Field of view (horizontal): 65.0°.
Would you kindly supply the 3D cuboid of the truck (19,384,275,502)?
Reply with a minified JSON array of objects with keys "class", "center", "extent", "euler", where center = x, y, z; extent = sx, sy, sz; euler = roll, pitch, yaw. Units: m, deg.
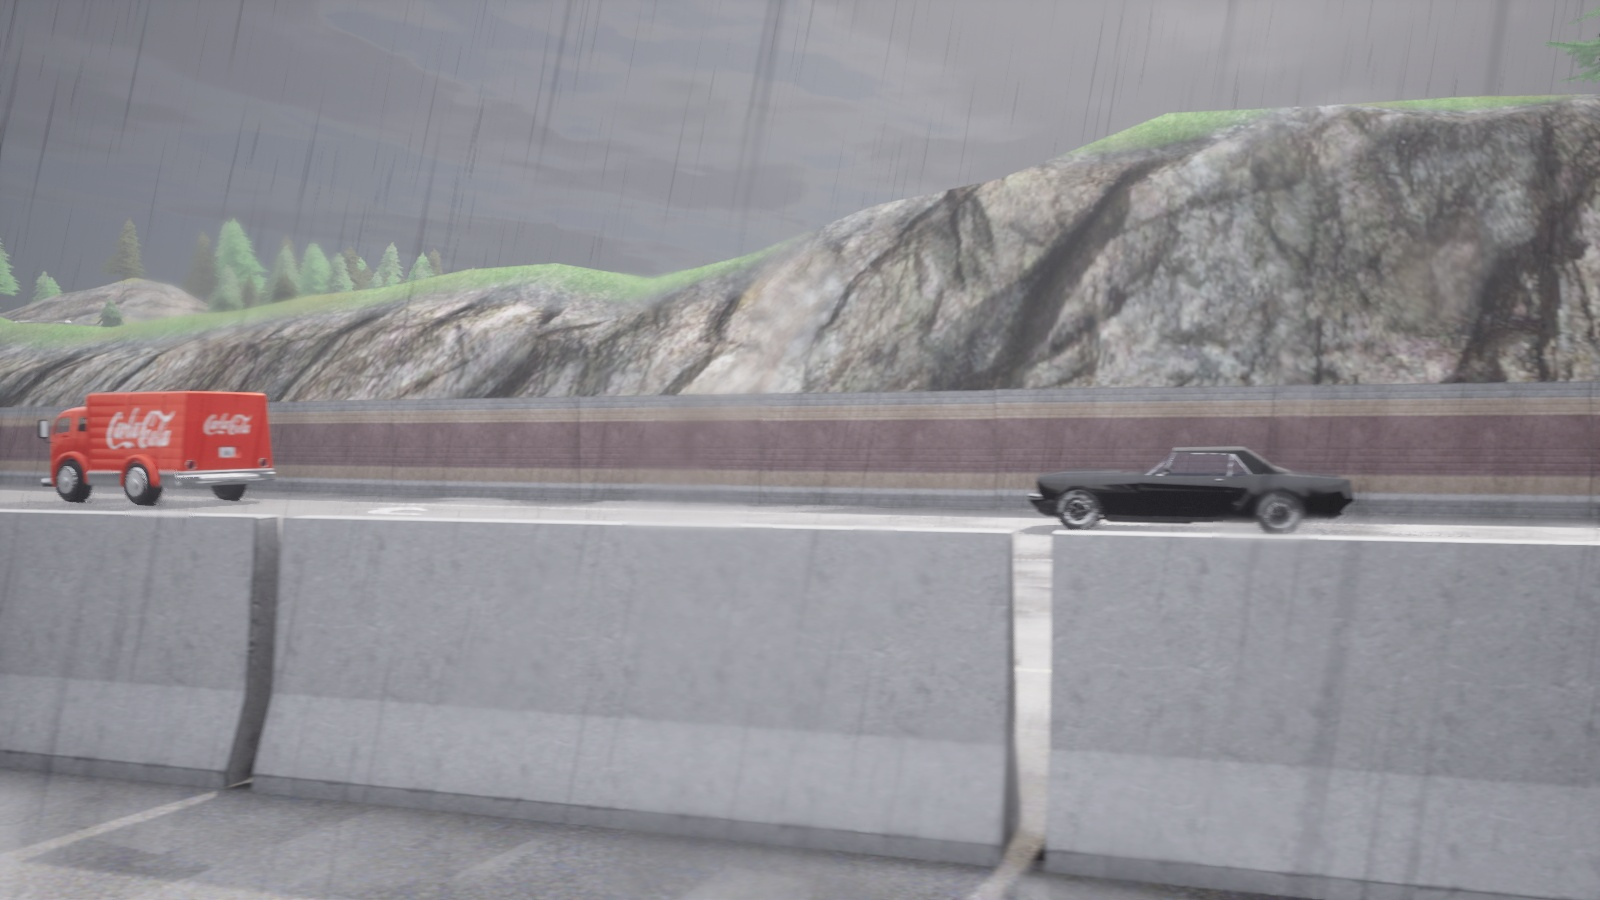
[{"class":"truck","center":[-14.864,-0.169,28.581],"extent":[5.204,2.467,2.627],"euler":[0,1,28]}]

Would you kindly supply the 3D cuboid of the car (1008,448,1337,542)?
[{"class":"car","center":[5.767,0.642,19.671],"extent":[4.718,1.301,1.895],"euler":[1,1,18]}]
